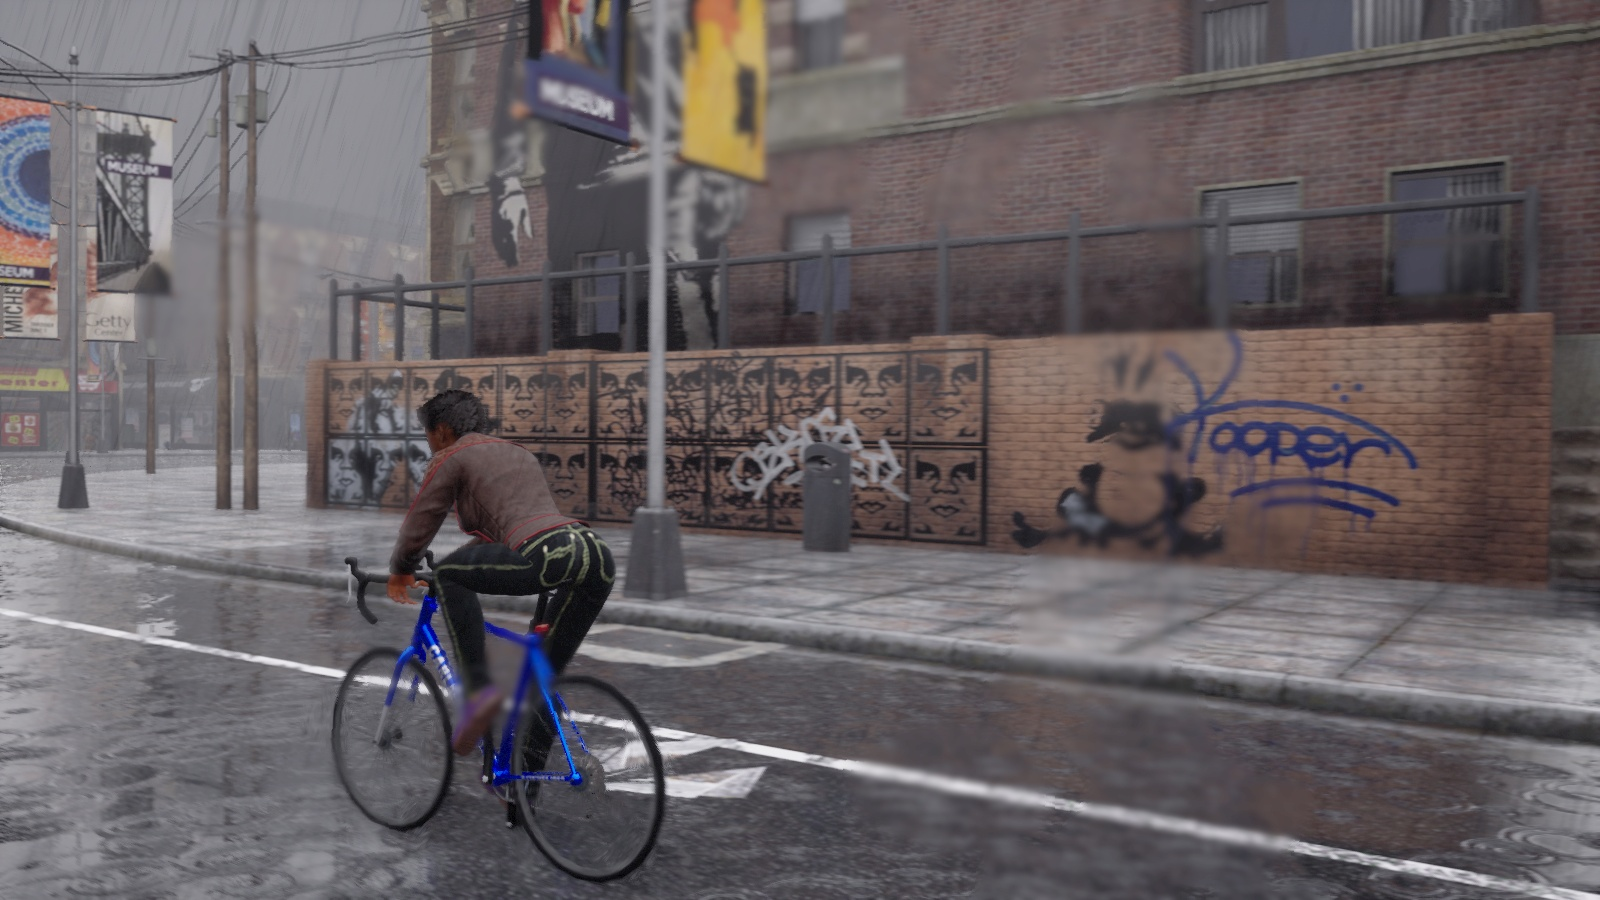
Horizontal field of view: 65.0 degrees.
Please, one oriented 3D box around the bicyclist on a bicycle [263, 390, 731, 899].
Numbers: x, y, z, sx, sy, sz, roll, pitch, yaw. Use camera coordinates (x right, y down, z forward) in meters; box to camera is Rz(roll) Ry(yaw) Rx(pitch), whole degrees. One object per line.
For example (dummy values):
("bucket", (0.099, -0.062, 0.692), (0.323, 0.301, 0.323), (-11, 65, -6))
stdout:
("bicyclist on a bicycle", (-1.091, 0.634, 4.375), (1.656, 1.620, 0.582), (0, 1, 33))
